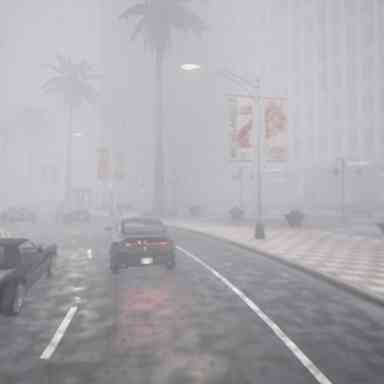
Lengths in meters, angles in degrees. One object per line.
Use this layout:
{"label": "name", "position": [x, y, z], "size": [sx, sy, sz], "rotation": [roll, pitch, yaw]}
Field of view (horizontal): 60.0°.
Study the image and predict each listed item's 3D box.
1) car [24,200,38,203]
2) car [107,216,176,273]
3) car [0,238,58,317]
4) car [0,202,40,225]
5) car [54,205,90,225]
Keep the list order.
{"label": "car", "position": [-23.812, 1.911, 48.857], "size": [2.231, 1.521, 4.892], "rotation": [0, 0, -40]}
{"label": "car", "position": [-1.778, 1.569, 11.041], "size": [1.837, 1.490, 4.892], "rotation": [0, 0, -14]}
{"label": "car", "position": [-4.364, 1.673, 7.373], "size": [1.895, 1.301, 4.718], "rotation": [0, 0, -11]}
{"label": "car", "position": [-13.916, 1.791, 26.655], "size": [2.033, 1.411, 5.357], "rotation": [0, 0, -39]}
{"label": "car", "position": [-9.576, 1.728, 26.522], "size": [1.812, 1.442, 4.674], "rotation": [0, 0, -36]}
